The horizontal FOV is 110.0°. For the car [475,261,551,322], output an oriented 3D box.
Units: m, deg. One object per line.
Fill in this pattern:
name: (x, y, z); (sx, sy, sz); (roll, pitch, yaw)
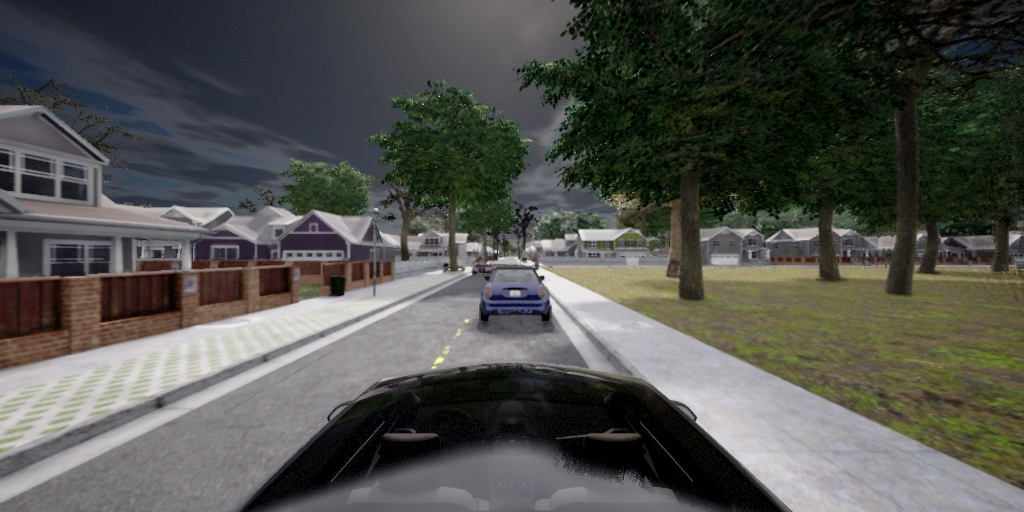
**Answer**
car: (0.092, 1.071, 12.332); (2.097, 1.767, 4.553); (0, 0, 0)

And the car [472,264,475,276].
car: (-2.833, 1.212, 35.787); (1.994, 1.385, 4.181); (0, 0, 0)
